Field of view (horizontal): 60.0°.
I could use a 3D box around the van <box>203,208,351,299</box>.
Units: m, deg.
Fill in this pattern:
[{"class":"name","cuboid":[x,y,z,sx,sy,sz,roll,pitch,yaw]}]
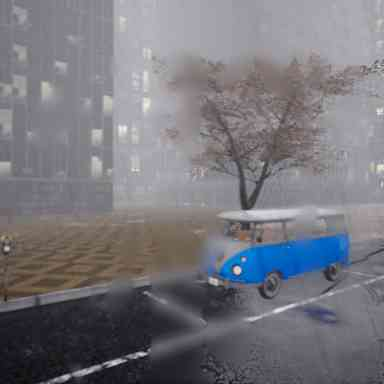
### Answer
[{"class":"van","cuboid":[2.161,1.317,8.092,3.998,1.788,1.690,0,1,-36]}]
